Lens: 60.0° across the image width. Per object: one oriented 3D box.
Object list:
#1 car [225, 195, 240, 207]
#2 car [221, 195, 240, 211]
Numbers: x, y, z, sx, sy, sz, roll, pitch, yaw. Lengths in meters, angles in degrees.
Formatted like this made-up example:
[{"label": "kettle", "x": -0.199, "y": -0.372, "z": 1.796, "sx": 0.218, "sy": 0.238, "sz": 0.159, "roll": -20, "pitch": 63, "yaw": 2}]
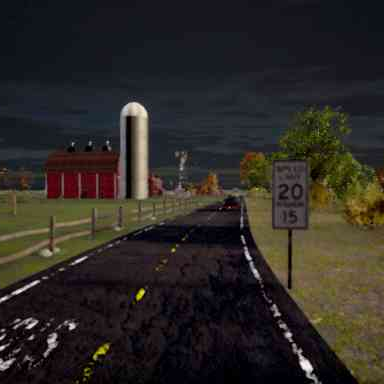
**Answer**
[{"label": "car", "x": 6.115, "y": 1.284, "z": 49.581, "sx": 2.097, "sy": 1.767, "sz": 4.553, "roll": 0, "pitch": 0, "yaw": 9}, {"label": "car", "x": 4.482, "y": 1.441, "z": 38.936, "sx": 1.837, "sy": 1.490, "sz": 4.892, "roll": 0, "pitch": 0, "yaw": 9}]
